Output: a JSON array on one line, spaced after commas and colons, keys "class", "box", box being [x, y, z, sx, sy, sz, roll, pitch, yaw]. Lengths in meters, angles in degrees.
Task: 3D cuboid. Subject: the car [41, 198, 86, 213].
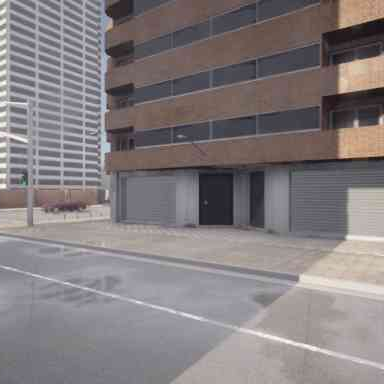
[{"class": "car", "box": [-14.137, 1.478, 36.903, 1.882, 1.535, 5.008, 0, 0, 35]}]
